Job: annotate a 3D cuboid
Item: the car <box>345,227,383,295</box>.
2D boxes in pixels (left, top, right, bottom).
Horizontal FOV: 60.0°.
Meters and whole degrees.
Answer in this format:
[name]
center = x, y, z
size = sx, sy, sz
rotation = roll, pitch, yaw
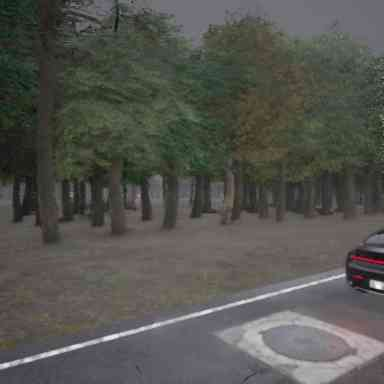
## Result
[car]
center = 5.457, 1.491, 7.638
size = 4.892, 1.490, 1.837
rotation = 0, 0, -36
